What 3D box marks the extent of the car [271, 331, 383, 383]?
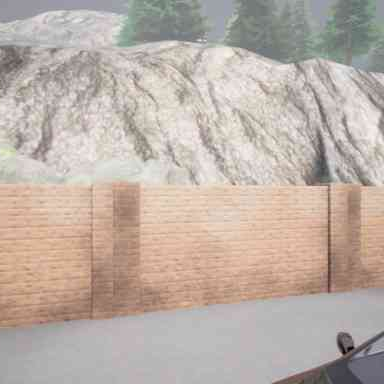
[{"bbox_3d":[2.164,1.492,1.911,4.902,1.511,2.128,0,0,-18],"label":"car"}]
